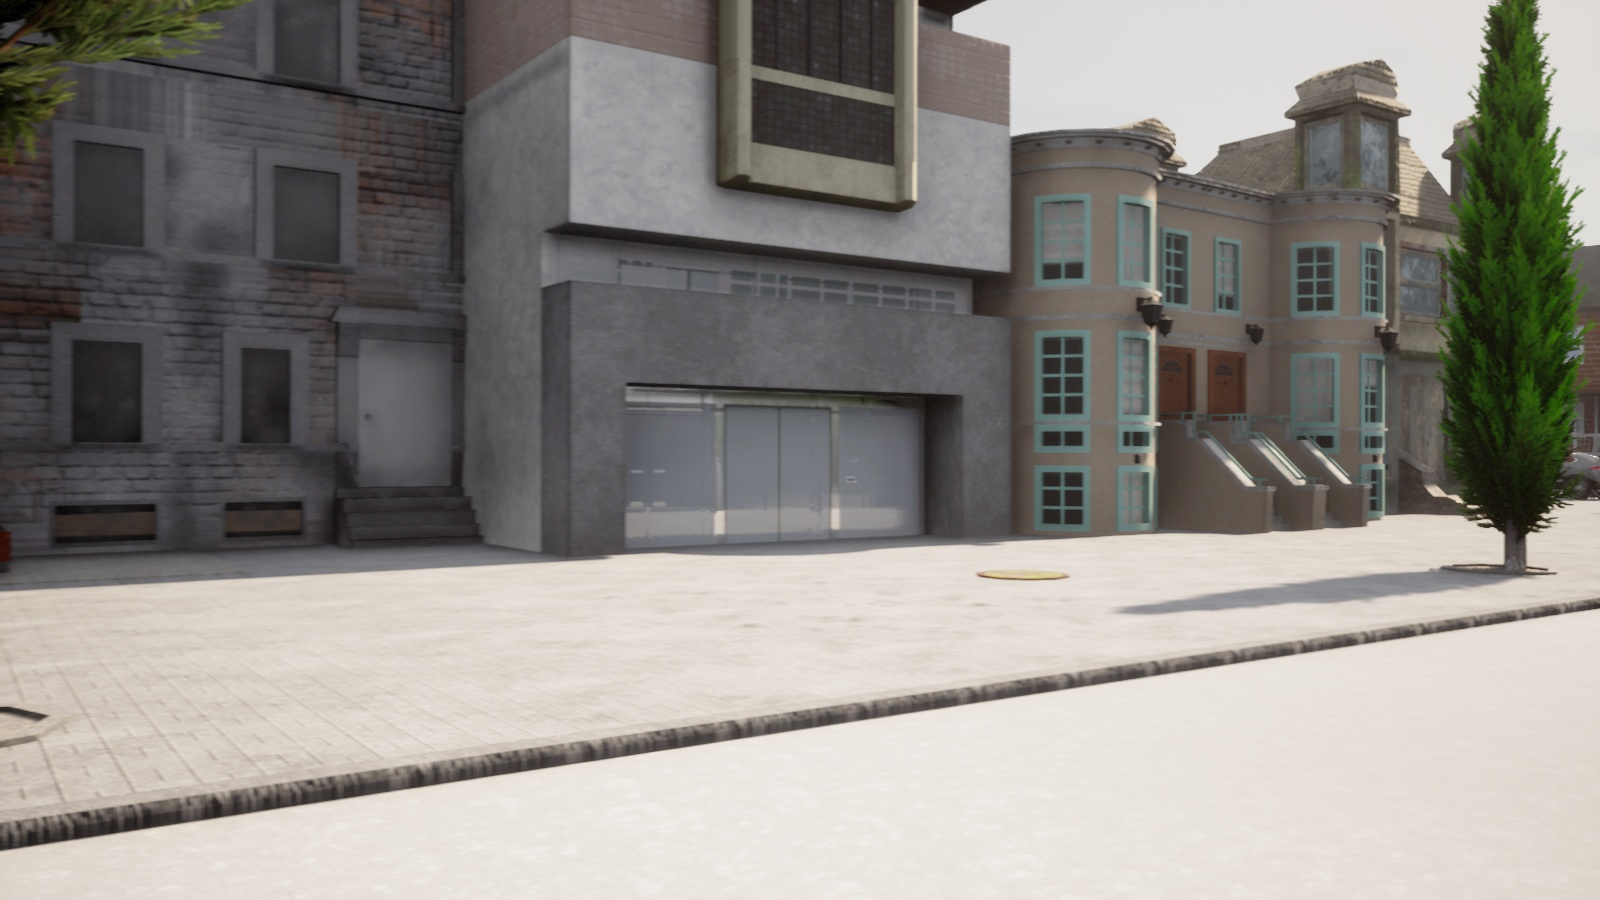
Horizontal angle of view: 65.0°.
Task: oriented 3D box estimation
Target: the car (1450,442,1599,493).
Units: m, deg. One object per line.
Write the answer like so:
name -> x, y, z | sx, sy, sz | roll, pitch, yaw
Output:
car -> 25.529, 0.576, 43.378 | 2.152, 1.651, 5.027 | 0, 0, -35

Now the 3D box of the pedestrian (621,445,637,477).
pedestrian -> -10.517, 0.666, 77.293 | 0.659, 1.952, 0.873 | 0, 0, -38
